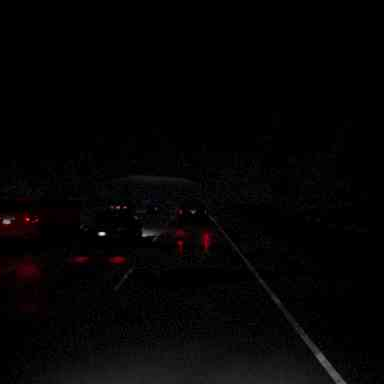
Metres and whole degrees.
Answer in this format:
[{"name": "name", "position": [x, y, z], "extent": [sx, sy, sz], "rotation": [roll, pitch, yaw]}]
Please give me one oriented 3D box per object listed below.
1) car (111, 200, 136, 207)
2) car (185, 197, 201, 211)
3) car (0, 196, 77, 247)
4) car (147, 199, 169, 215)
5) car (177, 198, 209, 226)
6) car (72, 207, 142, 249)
[{"name": "car", "position": [-6.915, 1.512, 33.855], "extent": [2.033, 1.411, 5.357], "rotation": [0, 0, 0]}, {"name": "car", "position": [0.081, 1.463, 40.839], "extent": [1.837, 1.490, 4.892], "rotation": [0, 0, 0]}, {"name": "car", "position": [-6.919, 1.205, 15.119], "extent": [2.150, 2.045, 5.566], "rotation": [0, 0, 0]}, {"name": "car", "position": [-3.417, 1.442, 34.018], "extent": [1.882, 1.535, 5.008], "rotation": [0, 0, 0]}, {"name": "car", "position": [0.088, 1.328, 23.399], "extent": [2.097, 1.767, 4.553], "rotation": [0, 0, 0]}, {"name": "car", "position": [-3.407, 1.548, 14.576], "extent": [1.994, 1.385, 4.181], "rotation": [0, 0, 0]}]
